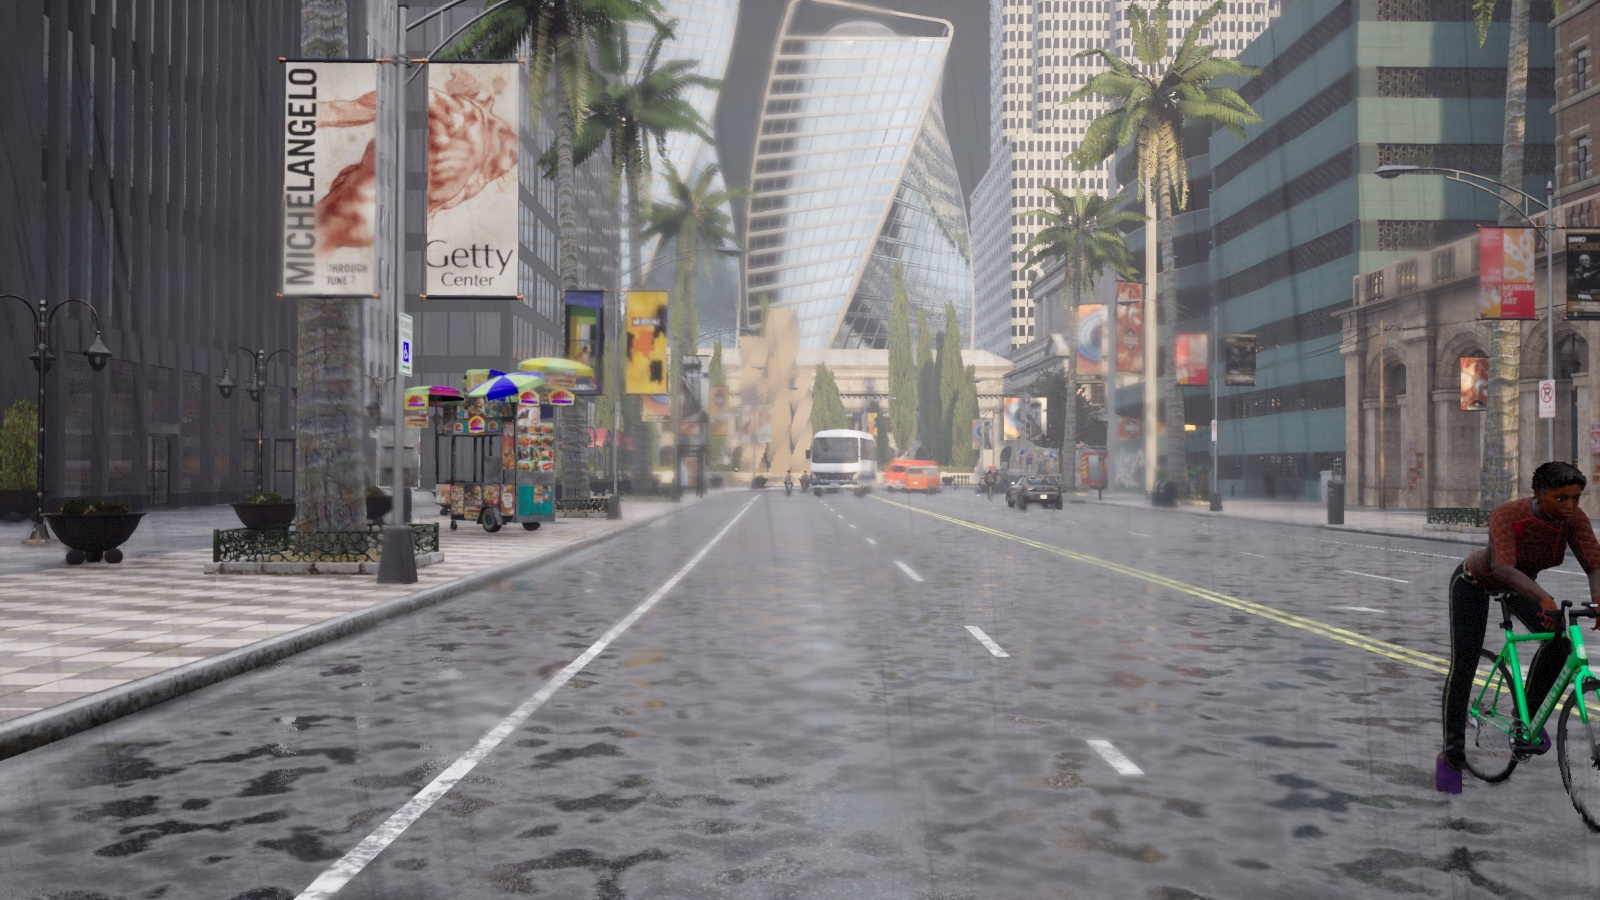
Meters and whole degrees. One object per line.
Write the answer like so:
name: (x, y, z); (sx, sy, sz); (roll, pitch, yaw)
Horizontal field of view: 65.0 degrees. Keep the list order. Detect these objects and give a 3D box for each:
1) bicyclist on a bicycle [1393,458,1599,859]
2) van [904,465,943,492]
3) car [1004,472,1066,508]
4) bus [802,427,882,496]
bicyclist on a bicycle: (3.486, 0.853, 5.915); (0.582, 1.620, 1.656); (0, -1, 0)
van: (9.146, 2.086, 92.868); (1.775, 1.987, 4.442); (-1, -1, 21)
car: (10.017, 1.690, 53.848); (1.816, 1.474, 4.193); (0, -1, -1)
bus: (2.926, 0.814, 82.845); (3.944, 4.253, 10.273); (-1, -1, 9)
